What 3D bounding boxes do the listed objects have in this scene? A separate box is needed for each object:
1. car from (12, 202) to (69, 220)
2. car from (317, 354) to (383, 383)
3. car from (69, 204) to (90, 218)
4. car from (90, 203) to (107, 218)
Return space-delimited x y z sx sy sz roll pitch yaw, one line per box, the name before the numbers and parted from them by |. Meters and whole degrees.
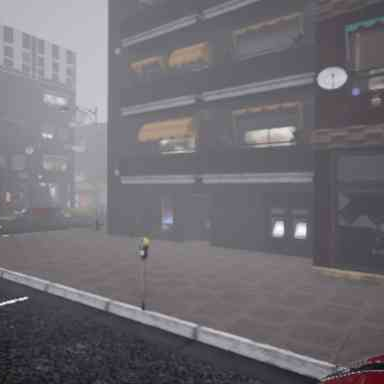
car | -13.273 1.562 28.740 1.967 1.590 4.097 -1 -1 35
car | 2.334 1.450 1.206 4.097 1.590 1.967 1 0 36
car | -10.213 1.748 33.129 1.752 1.417 4.829 -1 -1 35
car | -6.949 1.507 33.249 2.150 2.045 5.566 1 -1 35
